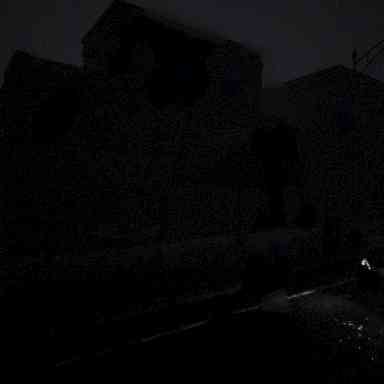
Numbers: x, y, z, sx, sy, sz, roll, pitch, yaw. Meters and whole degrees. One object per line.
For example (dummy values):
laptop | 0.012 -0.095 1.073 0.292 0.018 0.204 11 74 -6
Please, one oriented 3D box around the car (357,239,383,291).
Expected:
car | 5.793 1.507 7.818 4.674 1.442 1.812 0 0 -35
